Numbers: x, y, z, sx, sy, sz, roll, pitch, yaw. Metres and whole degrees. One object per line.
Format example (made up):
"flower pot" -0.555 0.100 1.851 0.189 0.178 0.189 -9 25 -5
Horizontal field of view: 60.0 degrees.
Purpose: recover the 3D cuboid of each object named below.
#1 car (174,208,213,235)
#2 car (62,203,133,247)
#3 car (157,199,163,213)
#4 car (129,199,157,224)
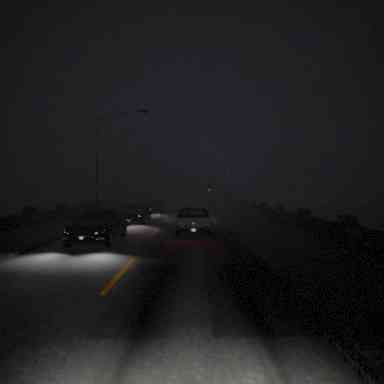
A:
"car" 0.063 1.532 18.283 1.895 1.301 4.718 0 0 0
"car" -4.121 1.449 14.796 1.837 1.490 4.892 0 0 0
"car" -4.058 1.417 34.835 2.033 1.411 5.357 0 0 0
"car" -4.113 1.456 24.494 2.033 1.411 5.357 0 0 0
